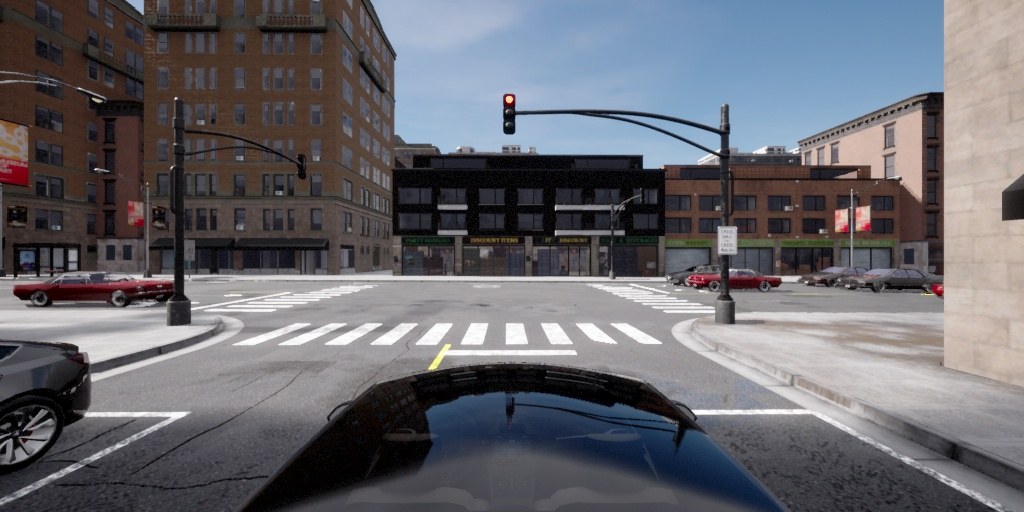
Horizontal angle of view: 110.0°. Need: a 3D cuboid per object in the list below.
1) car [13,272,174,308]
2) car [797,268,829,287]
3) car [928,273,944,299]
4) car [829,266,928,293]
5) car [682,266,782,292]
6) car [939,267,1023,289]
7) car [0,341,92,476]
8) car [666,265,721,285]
[{"bbox_3d":[-16.206,1.280,14.226,4.718,1.301,1.895,0,0,-1],"label":"car"},{"bbox_3d":[22.905,1.422,24.707,5.357,1.411,2.033,0,0,-1],"label":"car"},{"bbox_3d":[20.612,1.463,14.721,4.718,1.301,1.895,0,0,-1],"label":"car"},{"bbox_3d":[22.718,1.421,21.451,5.357,1.411,2.033,0,0,-1],"label":"car"},{"bbox_3d":[13.066,1.424,21.323,4.718,1.301,1.895,0,0,-1],"label":"car"},{"bbox_3d":[32.829,1.492,24.831,4.181,1.385,1.994,0,0,-1],"label":"car"},{"bbox_3d":[-5.388,1.316,2.073,1.948,1.339,4.313,0,0,-1],"label":"car"},{"bbox_3d":[13.156,1.329,24.573,4.892,1.490,1.837,0,0,-1],"label":"car"}]
